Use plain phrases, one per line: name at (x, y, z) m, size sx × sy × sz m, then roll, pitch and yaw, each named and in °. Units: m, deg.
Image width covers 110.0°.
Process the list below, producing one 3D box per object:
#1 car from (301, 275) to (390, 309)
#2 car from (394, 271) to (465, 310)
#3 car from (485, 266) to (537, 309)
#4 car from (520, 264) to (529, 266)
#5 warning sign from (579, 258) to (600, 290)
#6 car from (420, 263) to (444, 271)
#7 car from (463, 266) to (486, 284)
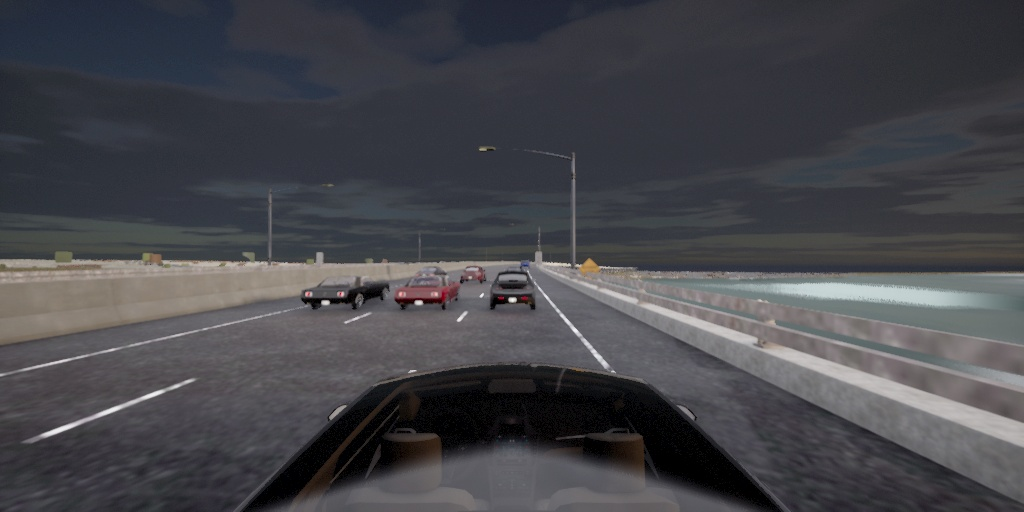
car at (-6.955, 1.487, 15.647) m, size 1.895 × 1.301 × 4.718 m, roll 0°, pitch -1°, yaw 1°
car at (-3.456, 1.486, 15.621) m, size 1.895 × 1.301 × 4.718 m, roll 0°, pitch -1°, yaw 1°
car at (0.049, 1.395, 15.774) m, size 1.837 × 1.490 × 4.892 m, roll 0°, pitch 0°, yaw 1°
car at (0.221, 1.604, 30.667) m, size 1.994 × 1.385 × 4.181 m, roll 0°, pitch -1°, yaw 1°
warning sign at (4.643, 1.058, 21.367) m, size 1.300 × 1.860 × 1.060 m, roll 0°, pitch 0°, yaw 1°
car at (-6.787, 1.587, 30.485) m, size 2.033 × 1.411 × 5.357 m, roll 0°, pitch -1°, yaw 1°
car at (-3.276, 1.568, 30.810) m, size 1.812 × 1.442 × 4.674 m, roll 0°, pitch 0°, yaw 1°
